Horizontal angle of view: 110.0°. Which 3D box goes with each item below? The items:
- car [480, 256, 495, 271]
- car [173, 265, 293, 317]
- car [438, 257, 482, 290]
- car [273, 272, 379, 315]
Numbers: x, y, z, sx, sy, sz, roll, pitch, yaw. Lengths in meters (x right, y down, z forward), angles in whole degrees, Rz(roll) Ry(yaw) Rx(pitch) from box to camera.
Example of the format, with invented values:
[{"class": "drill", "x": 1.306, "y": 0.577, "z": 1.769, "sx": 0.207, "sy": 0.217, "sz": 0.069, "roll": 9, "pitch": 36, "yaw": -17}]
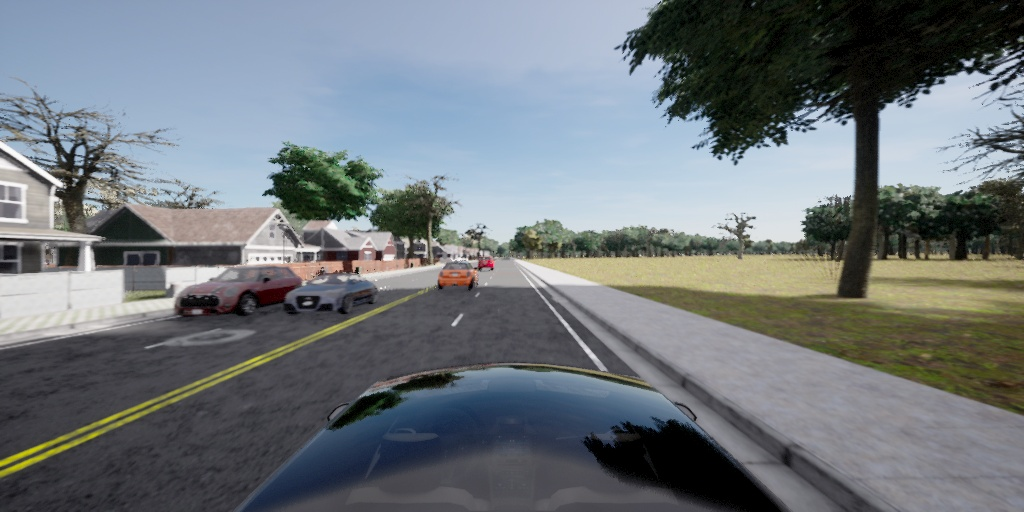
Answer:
[{"class": "car", "x": -3.664, "y": 1.015, "z": 51.168, "sx": 2.150, "sy": 2.045, "sz": 5.566, "roll": 0, "pitch": 0, "yaw": -1}, {"class": "car", "x": -9.957, "y": 1.167, "z": 13.555, "sx": 2.097, "sy": 1.767, "sz": 4.553, "roll": 0, "pitch": 0, "yaw": -1}, {"class": "car", "x": -3.361, "y": 1.122, "z": 23.102, "sx": 2.097, "sy": 1.767, "sz": 4.553, "roll": 0, "pitch": 0, "yaw": -1}, {"class": "car", "x": -6.707, "y": 1.356, "z": 13.733, "sx": 1.994, "sy": 1.385, "sz": 4.181, "roll": 0, "pitch": 0, "yaw": -1}]
